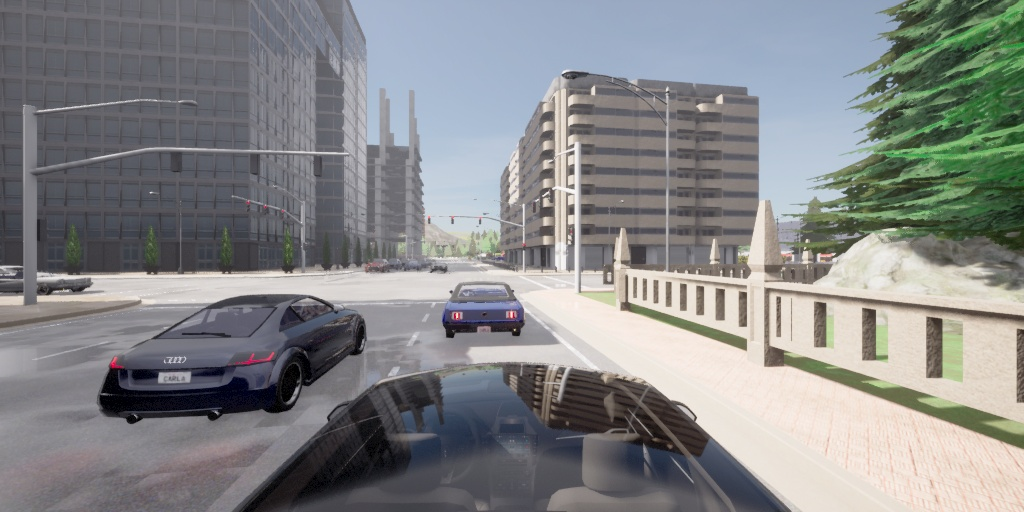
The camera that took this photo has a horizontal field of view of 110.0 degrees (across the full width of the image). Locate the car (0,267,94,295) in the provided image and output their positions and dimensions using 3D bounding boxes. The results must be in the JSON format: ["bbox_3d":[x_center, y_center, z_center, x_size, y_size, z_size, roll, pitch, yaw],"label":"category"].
[{"bbox_3d":[-25.889,1.406,19.223,4.718,1.301,1.895,0,0,-7],"label":"car"}]

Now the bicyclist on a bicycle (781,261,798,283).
[{"bbox_3d":[16.443,1.106,21.578,0.582,1.620,1.656,0,0,-8],"label":"bicyclist on a bicycle"}]

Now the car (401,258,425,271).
[{"bbox_3d":[-13.316,1.276,48.372,1.812,1.442,4.674,0,0,-8],"label":"car"}]

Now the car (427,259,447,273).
[{"bbox_3d":[-8.818,1.351,43.533,1.895,1.301,4.718,0,0,-9],"label":"car"}]

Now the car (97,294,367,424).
[{"bbox_3d":[-3.928,1.314,5.963,1.994,1.385,4.181,0,0,-6],"label":"car"}]

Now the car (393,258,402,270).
[{"bbox_3d":[-17.362,1.102,52.046,2.097,1.767,4.553,0,0,-8],"label":"car"}]

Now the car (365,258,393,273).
[{"bbox_3d":[-16.162,1.102,43.276,2.097,1.767,4.553,0,0,-8],"label":"car"}]

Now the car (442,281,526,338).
[{"bbox_3d":[-0.847,1.351,10.200,1.895,1.301,4.718,0,0,-6],"label":"car"}]

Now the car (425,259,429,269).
[{"bbox_3d":[-14.435,1.102,56.420,2.097,1.767,4.553,0,0,-8],"label":"car"}]
